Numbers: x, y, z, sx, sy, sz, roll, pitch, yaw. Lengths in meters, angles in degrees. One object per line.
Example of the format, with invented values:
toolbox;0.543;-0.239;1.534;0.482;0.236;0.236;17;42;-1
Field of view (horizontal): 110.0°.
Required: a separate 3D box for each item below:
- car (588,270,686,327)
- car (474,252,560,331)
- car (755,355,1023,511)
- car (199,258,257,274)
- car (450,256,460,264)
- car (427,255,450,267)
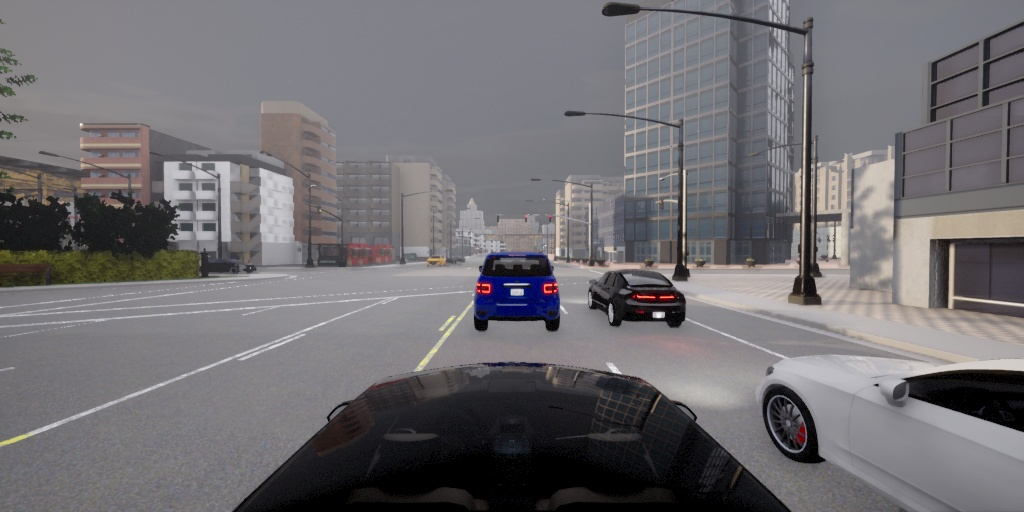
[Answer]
car;3.646;1.166;11.210;1.837;1.490;4.892;0;1;1
car;0.134;0.885;10.846;2.150;2.045;5.566;0;1;0
car;3.599;1.274;1.996;1.812;1.442;4.674;0;0;0
car;-25.497;0.906;32.246;4.181;1.385;1.994;0;1;1
car;-10.299;0.704;58.874;1.895;1.301;4.718;0;0;1
car;-10.348;0.630;49.441;1.882;1.535;5.008;0;0;1
